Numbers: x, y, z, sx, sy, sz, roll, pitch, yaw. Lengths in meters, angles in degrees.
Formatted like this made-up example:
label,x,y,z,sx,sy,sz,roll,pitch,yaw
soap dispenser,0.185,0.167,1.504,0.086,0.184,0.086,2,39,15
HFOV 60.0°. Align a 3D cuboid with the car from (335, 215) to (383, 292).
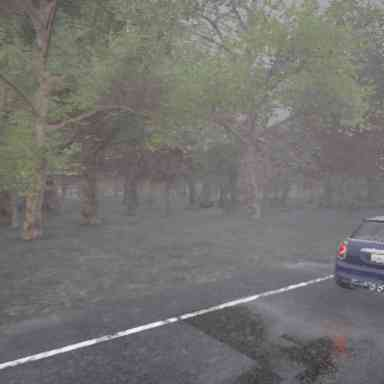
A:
label,x,y,z,sx,sy,sz,roll,pitch,yaw
car,5.333,1.278,7.600,4.553,1.767,2.097,-1,0,-35
